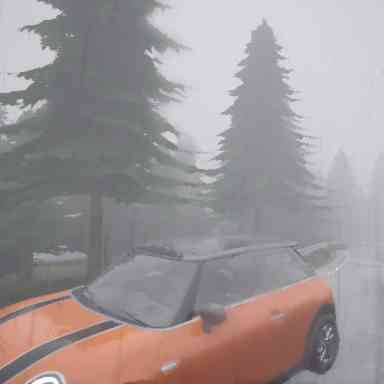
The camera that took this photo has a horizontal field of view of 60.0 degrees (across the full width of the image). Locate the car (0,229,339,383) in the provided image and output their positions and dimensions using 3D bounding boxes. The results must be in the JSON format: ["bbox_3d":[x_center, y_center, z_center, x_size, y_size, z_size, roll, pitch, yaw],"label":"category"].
[{"bbox_3d":[-0.151,1.394,3.936,4.553,1.767,2.097,2,-1,-42],"label":"car"}]
